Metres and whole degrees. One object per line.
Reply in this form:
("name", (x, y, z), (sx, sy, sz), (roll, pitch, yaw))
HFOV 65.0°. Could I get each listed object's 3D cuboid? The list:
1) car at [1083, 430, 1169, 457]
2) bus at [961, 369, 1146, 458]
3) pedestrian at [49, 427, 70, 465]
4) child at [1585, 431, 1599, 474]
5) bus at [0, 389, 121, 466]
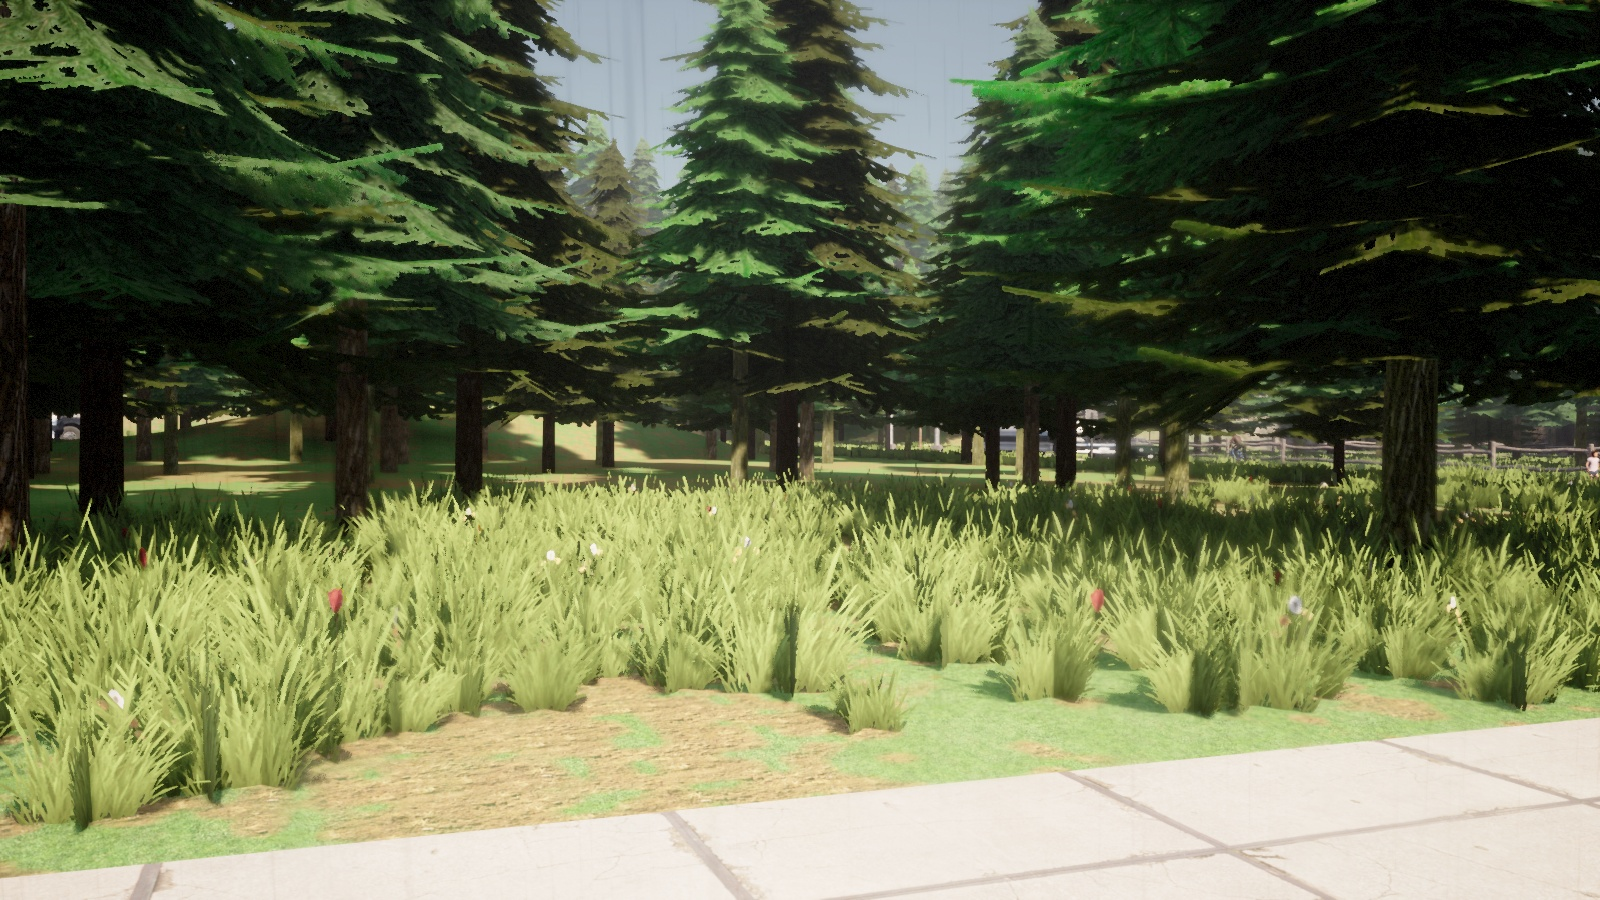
("car", (16.733, -0.362, 64.693), (1.895, 1.301, 4.718), (-1, 1, -20))
("bus", (12.862, -1.803, 65.096), (3.944, 4.253, 10.273), (-1, 1, -26))
("pedestrian", (-38.899, -0.220, 65.969), (0.423, 1.949, 0.788), (0, 1, 36))
("child", (20.494, 0.055, 32.382), (0.255, 1.110, 0.394), (-1, 1, 1))
("bus", (-44.785, -1.279, 71.153), (3.944, 4.253, 10.273), (0, 1, 40))
